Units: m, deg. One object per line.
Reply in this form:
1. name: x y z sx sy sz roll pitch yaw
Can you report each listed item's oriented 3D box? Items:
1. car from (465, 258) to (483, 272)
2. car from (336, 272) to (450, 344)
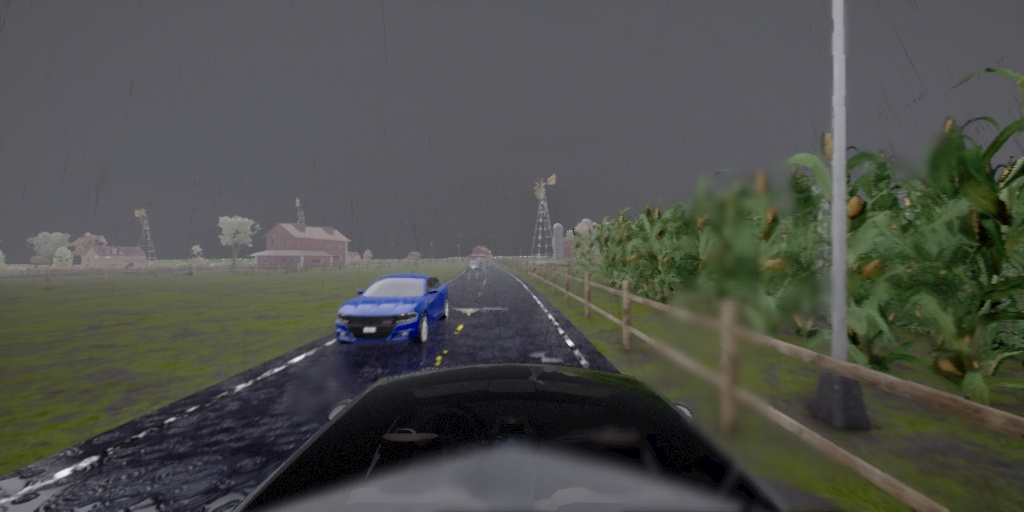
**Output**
1. car: -4.922 1.258 46.453 2.128 1.511 4.902 1 0 -5
2. car: -2.943 1.230 9.817 1.882 1.535 5.008 0 0 -1
